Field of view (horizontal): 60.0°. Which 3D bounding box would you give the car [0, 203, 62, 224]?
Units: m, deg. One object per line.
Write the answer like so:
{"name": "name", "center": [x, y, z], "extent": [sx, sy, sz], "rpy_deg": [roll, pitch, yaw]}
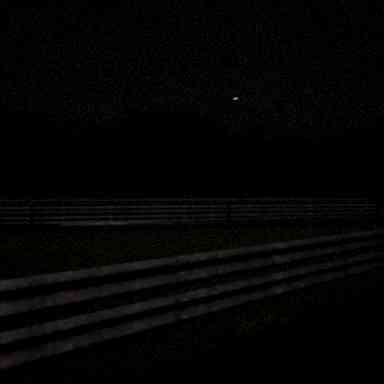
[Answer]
{"name": "car", "center": [-10.805, 1.357, 21.072], "extent": [4.718, 1.301, 1.895], "rpy_deg": [0, 0, -15]}

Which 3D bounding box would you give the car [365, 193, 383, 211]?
{"name": "car", "center": [17.709, 1.074, 28.599], "extent": [5.566, 2.045, 2.150], "rpy_deg": [0, 0, -15]}
